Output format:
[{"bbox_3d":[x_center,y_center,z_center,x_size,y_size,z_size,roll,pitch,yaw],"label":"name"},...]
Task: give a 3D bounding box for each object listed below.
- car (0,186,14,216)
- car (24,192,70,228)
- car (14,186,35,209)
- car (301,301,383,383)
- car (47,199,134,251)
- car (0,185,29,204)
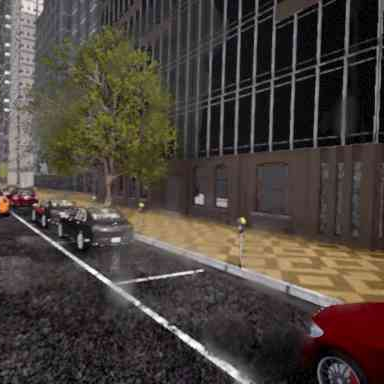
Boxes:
[{"bbox_3d":[-12.484,0.474,20.256,2.097,1.767,4.553,1,2,-34],"label":"car"},{"bbox_3d":[-6.792,0.935,16.641,2.008,1.369,4.403,1,2,-35],"label":"car"},{"bbox_3d":[-13.260,0.393,25.996,1.967,1.590,4.097,1,2,-35],"label":"car"},{"bbox_3d":[2.913,1.599,2.605,1.802,1.307,4.206,1,2,-35],"label":"car"},{"bbox_3d":[-3.557,1.148,11.962,2.008,1.369,4.403,1,2,-35],"label":"car"},{"bbox_3d":[-16.495,0.177,30.674,1.967,1.590,4.097,1,2,-35],"label":"car"}]
